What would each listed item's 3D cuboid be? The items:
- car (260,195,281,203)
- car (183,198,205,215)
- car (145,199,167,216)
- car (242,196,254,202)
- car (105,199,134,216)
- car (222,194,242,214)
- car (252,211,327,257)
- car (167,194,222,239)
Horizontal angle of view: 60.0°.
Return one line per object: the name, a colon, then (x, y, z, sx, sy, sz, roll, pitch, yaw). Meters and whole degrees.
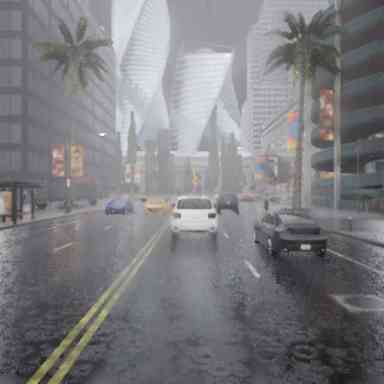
car: (16.353, 1.473, 69.435, 4.902, 1.511, 2.128, 0, 0, -32)
car: (0.306, 1.471, 35.270, 2.128, 1.511, 4.902, 0, 0, 4)
car: (-3.389, 1.458, 33.095, 1.882, 1.535, 5.008, 0, 0, 2)
car: (10.728, 1.498, 69.822, 5.357, 1.411, 2.033, 0, 0, -39)
car: (-6.917, 1.457, 32.073, 1.882, 1.535, 5.008, 0, 0, 2)
car: (3.819, 1.201, 35.832, 2.150, 2.045, 5.566, 0, 0, 4)
car: (3.604, 1.498, 12.955, 1.837, 1.490, 4.892, 0, 0, 0)
car: (0.105, 1.211, 17.233, 2.150, 2.045, 5.566, 0, 0, 0)
